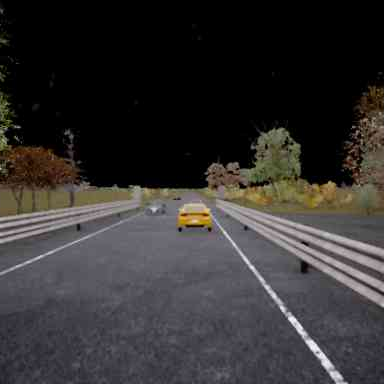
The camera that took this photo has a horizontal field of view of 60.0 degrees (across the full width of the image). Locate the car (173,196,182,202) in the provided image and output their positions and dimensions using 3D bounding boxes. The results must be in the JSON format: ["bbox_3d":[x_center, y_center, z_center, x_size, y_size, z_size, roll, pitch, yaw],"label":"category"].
[{"bbox_3d":[-3.258,1.454,74.690,1.895,1.301,4.718,0,0,0],"label":"car"}]

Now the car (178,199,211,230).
[{"bbox_3d":[0.162,1.456,20.829,1.882,1.535,5.008,0,0,0],"label":"car"}]

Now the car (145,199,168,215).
[{"bbox_3d":[-3.491,1.455,33.020,2.128,1.511,4.902,0,0,0],"label":"car"}]

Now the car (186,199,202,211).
[{"bbox_3d":[0.228,1.557,40.334,1.895,1.301,4.718,0,0,0],"label":"car"}]
